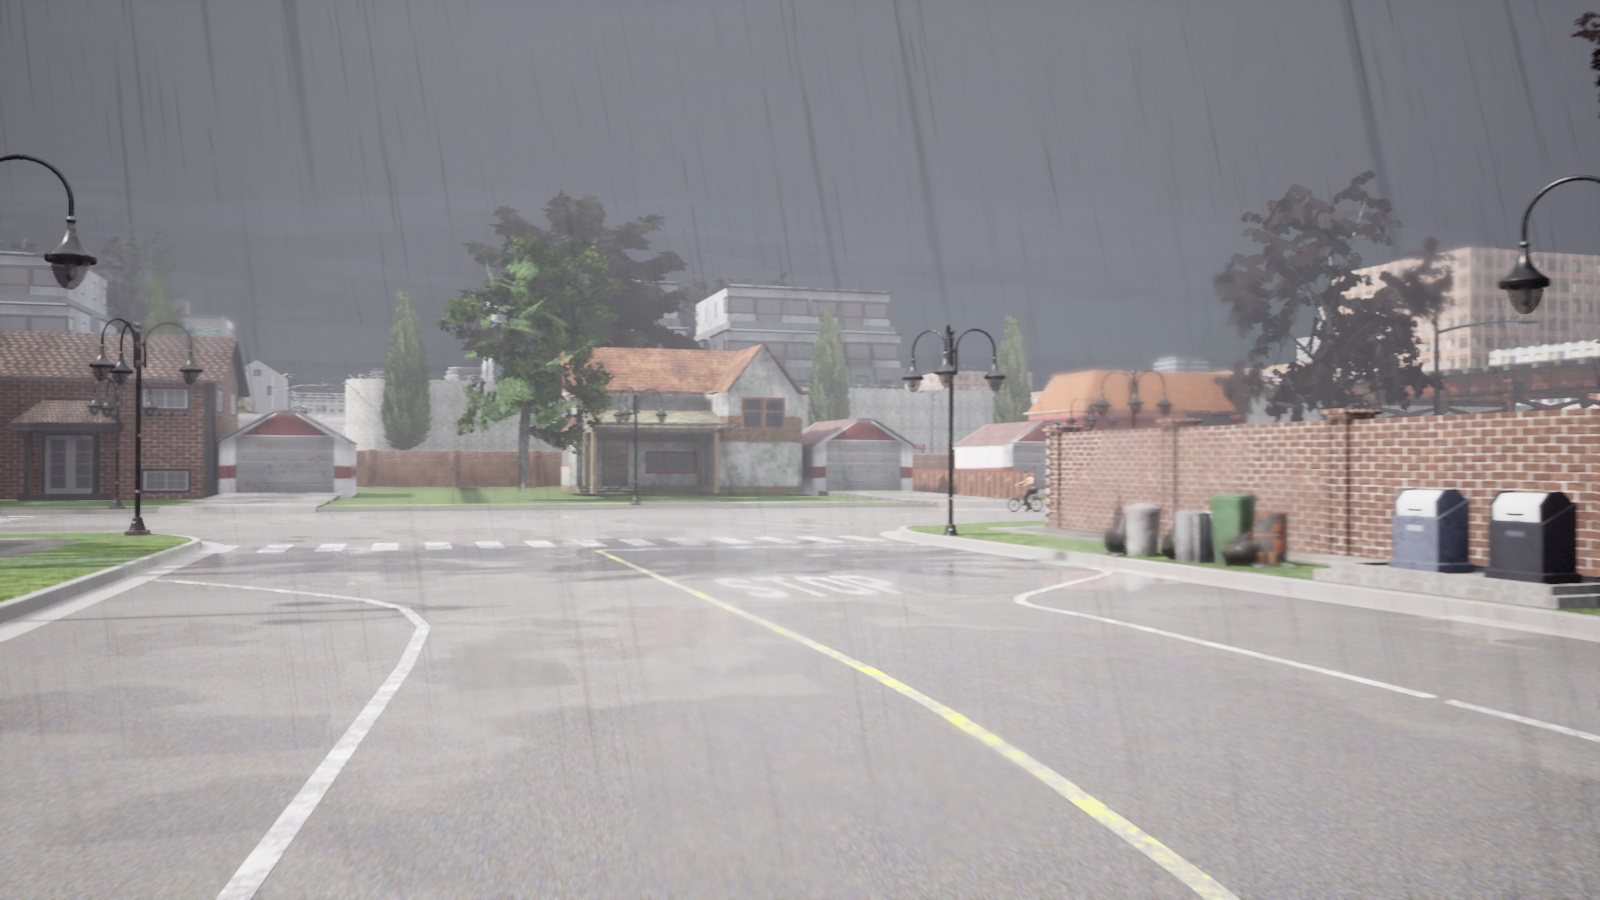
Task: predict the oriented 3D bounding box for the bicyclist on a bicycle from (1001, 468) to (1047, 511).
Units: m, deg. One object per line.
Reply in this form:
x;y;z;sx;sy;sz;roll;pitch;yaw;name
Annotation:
8.650;1.513;48.462;1.509;1.612;0.866;0;-1;-17;bicyclist on a bicycle
